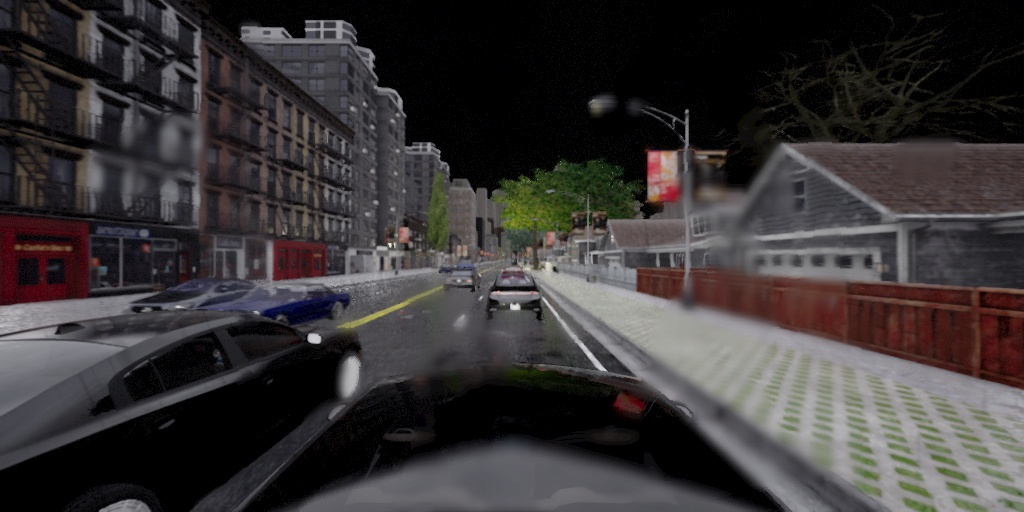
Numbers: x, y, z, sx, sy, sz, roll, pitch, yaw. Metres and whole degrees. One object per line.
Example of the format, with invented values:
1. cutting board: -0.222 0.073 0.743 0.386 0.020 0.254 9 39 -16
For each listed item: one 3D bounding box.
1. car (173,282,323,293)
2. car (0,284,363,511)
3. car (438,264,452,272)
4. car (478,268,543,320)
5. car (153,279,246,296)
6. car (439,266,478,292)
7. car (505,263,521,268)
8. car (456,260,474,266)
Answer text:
1. car: -6.602 1.460 10.406 1.895 1.301 4.718 0 -1 0
2. car: -3.157 1.248 3.379 1.882 1.535 5.008 0 0 0
3. car: -9.826 1.931 54.685 2.033 1.411 5.357 0 -1 1
4. car: 0.097 1.387 13.380 2.128 1.511 4.902 0 -1 0
5. car: -9.852 1.438 11.654 1.994 1.385 4.181 0 -1 0
6. car: -3.156 1.571 23.893 2.033 1.411 5.357 0 -1 0
7. car: 0.092 1.583 30.654 1.882 1.535 5.008 0 -1 0
8. car: -6.596 1.567 51.174 2.150 2.045 5.566 0 -1 0
